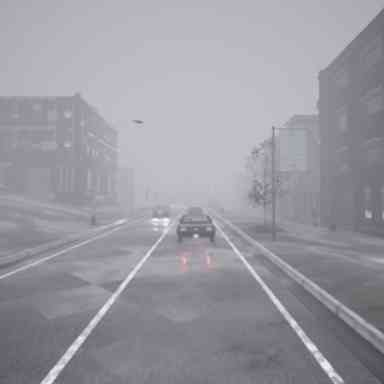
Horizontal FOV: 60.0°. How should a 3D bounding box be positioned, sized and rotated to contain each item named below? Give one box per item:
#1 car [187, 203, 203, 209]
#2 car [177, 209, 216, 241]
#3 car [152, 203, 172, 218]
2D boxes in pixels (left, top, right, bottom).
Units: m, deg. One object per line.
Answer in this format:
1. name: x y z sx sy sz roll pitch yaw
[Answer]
1. car: 0.346 2.113 40.228 1.812 1.442 4.674 0 -1 0
2. car: 0.207 1.835 18.052 1.895 1.301 4.718 0 -1 0
3. car: -3.276 2.016 36.810 2.128 1.511 4.902 0 -1 0
